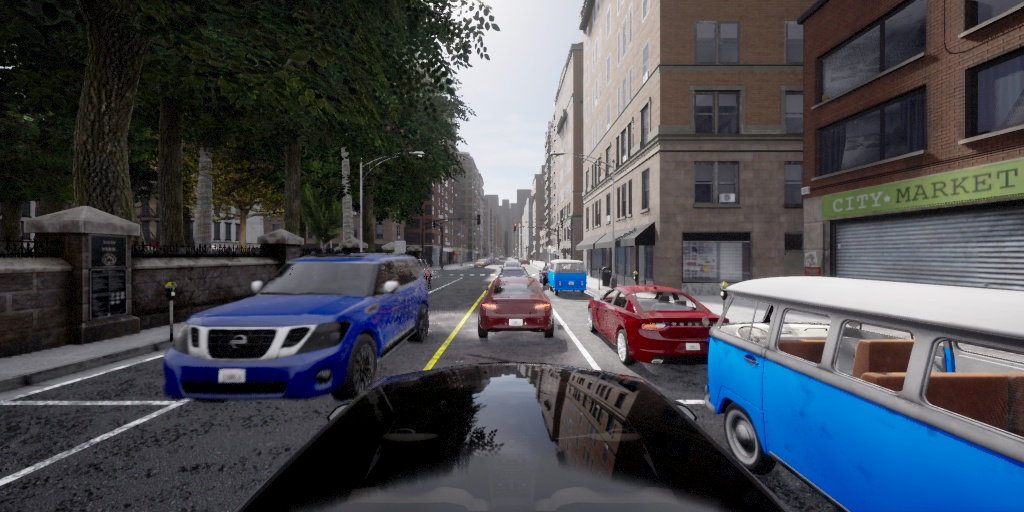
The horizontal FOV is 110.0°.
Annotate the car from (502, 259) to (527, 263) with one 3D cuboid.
[{"bbox_3d":[0.020,1.242,29.417,1.837,1.490,4.892,0,0,0],"label":"car"}]

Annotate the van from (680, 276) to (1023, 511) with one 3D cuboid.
[{"bbox_3d":[2.857,1.091,2.230,1.690,1.789,3.998,0,0,0],"label":"van"}]

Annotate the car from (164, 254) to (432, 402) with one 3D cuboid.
[{"bbox_3d":[-3.097,0.971,6.730,2.150,2.045,5.566,0,0,0],"label":"car"}]

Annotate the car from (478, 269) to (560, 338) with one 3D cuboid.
[{"bbox_3d":[0.100,1.274,10.093,1.812,1.442,4.674,0,0,0],"label":"car"}]

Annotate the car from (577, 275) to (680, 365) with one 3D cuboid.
[{"bbox_3d":[2.860,1.294,7.891,1.888,1.381,4.507,0,0,0],"label":"car"}]

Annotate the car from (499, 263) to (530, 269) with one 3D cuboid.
[{"bbox_3d":[0.107,1.292,19.672,2.033,1.411,5.357,0,0,1],"label":"car"}]

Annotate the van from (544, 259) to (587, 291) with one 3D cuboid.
[{"bbox_3d":[2.867,1.086,19.212,1.690,1.789,3.998,0,0,0],"label":"van"}]

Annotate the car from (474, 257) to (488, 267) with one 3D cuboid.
[{"bbox_3d":[-5.633,1.229,62.696,1.751,1.417,4.829,0,0,0],"label":"car"}]
